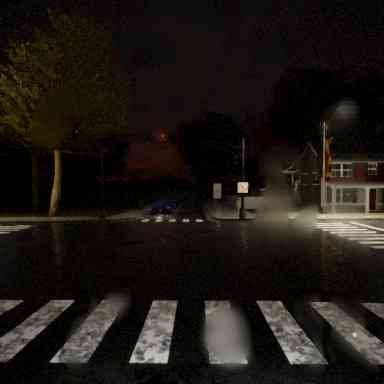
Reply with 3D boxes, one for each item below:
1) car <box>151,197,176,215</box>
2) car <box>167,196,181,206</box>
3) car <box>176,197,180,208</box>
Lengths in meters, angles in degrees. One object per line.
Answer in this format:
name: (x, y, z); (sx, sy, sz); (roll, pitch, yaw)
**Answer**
car: (-2.958, 1.449, 33.795); (1.882, 1.535, 5.008); (0, 0, 0)
car: (-2.865, 1.486, 54.726); (2.033, 1.411, 5.357); (0, 0, 0)
car: (-2.914, 1.462, 44.097); (1.837, 1.490, 4.892); (0, 0, 0)
